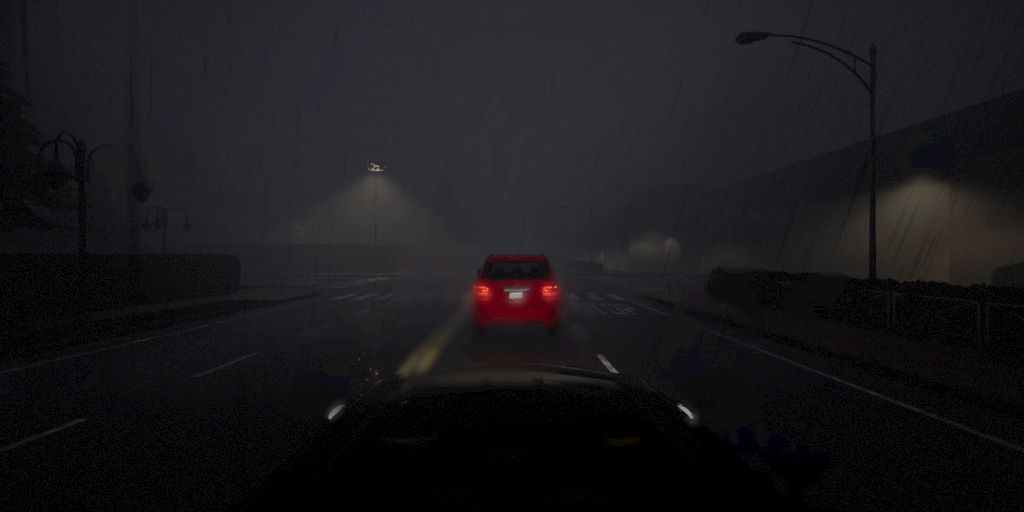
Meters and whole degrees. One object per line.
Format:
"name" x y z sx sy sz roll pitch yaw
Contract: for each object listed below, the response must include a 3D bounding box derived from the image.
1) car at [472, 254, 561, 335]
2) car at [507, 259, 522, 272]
"car" 0.118 0.971 10.640 2.150 2.045 5.566 0 0 0
"car" 0.348 1.228 46.344 1.882 1.535 5.008 0 0 1
